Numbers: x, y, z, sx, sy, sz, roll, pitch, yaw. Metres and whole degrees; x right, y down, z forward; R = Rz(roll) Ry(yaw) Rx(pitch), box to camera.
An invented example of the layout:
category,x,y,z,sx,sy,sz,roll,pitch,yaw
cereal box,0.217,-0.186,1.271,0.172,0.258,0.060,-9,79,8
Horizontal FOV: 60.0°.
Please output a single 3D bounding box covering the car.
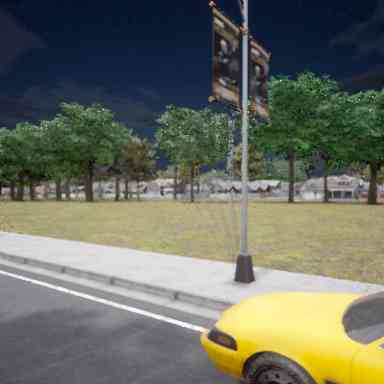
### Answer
category,x,y,z,sx,sy,sz,roll,pitch,yaw
car,2.601,1.459,2.904,5.366,1.575,1.801,0,0,35
